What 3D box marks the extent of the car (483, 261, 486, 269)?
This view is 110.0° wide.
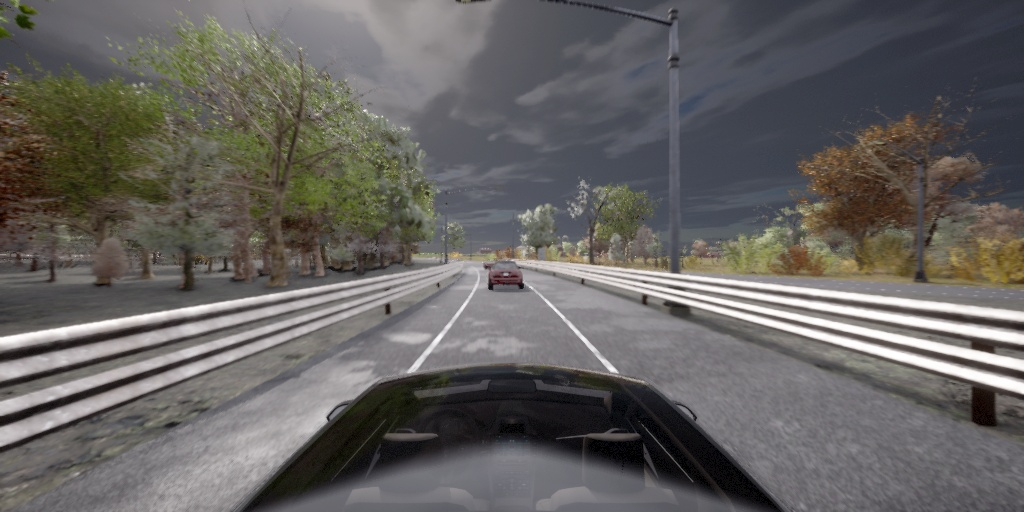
[{"bbox_3d":[-3.346,1.322,53.685,1.895,1.301,4.718,0,0,-9],"label":"car"}]

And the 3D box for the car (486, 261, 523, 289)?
[{"bbox_3d":[-0.492,1.104,23.380,2.097,1.767,4.553,0,0,-3],"label":"car"}]
